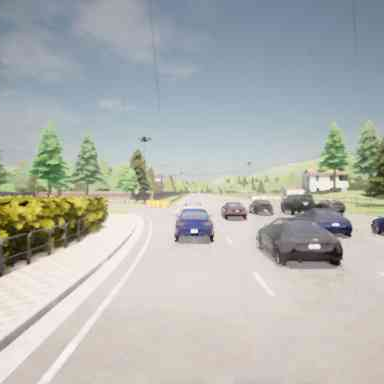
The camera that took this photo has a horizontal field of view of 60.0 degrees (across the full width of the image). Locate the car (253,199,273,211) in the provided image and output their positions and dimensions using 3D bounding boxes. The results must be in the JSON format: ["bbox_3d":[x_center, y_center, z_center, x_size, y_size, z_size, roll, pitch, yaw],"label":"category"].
[{"bbox_3d":[7.103,1.535,34.551,1.837,1.490,4.892,0,0,0],"label":"car"}]

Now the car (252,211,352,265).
[{"bbox_3d":[3.599,1.575,11.772,1.994,1.385,4.181,0,0,0],"label":"car"}]

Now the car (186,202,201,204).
[{"bbox_3d":[0.102,1.630,32.915,1.895,1.301,4.718,0,0,0],"label":"car"}]

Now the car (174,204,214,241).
[{"bbox_3d":[0.102,1.540,16.776,1.812,1.442,4.674,0,0,0],"label":"car"}]

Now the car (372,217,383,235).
[{"bbox_3d":[10.601,1.540,16.006,1.812,1.442,4.674,0,0,0],"label":"car"}]

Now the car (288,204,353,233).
[{"bbox_3d":[7.101,1.580,18.436,1.994,1.385,4.181,0,0,0],"label":"car"}]

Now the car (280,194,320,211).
[{"bbox_3d":[10.602,1.251,33.680,2.150,2.045,5.566,0,0,0],"label":"car"}]

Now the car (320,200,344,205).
[{"bbox_3d":[14.101,1.522,34.445,2.128,1.511,4.902,0,0,0],"label":"car"}]

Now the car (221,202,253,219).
[{"bbox_3d":[3.602,1.573,29.068,2.033,1.411,5.357,0,0,0],"label":"car"}]
